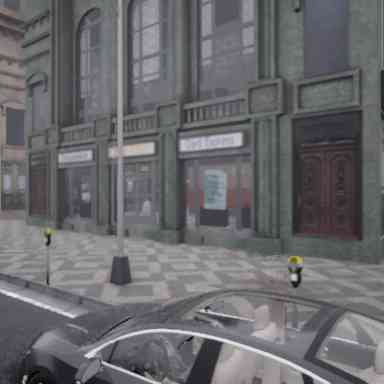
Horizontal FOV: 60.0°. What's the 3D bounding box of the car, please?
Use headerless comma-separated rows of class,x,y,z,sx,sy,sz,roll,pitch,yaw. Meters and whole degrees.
car,0.276,1.551,2.770,4.403,1.369,2.008,0,0,35
